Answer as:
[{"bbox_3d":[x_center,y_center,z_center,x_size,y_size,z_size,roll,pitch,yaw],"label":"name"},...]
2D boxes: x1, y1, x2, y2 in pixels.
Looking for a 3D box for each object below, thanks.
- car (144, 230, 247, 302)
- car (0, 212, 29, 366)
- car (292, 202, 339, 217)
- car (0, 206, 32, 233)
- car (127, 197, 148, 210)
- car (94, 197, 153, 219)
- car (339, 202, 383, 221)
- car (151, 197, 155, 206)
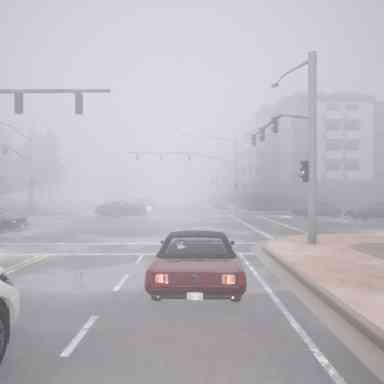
[{"bbox_3d":[0.132,1.601,8.246,1.895,1.301,4.718,0,0,2],"label":"car"},{"bbox_3d":[-3.455,1.221,2.189,2.150,2.045,5.566,0,0,1],"label":"car"},{"bbox_3d":[11.356,1.564,30.300,4.181,1.385,1.994,0,0,-2],"label":"car"},{"bbox_3d":[-12.375,1.547,19.096,5.357,1.411,2.033,0,0,-1],"label":"car"},{"bbox_3d":[-7.084,1.477,43.450,1.882,1.535,5.008,0,0,0],"label":"car"},{"bbox_3d":[-6.121,1.493,28.802,2.128,1.511,4.902,0,0,38],"label":"car"},{"bbox_3d":[15.283,1.547,27.011,5.357,1.411,2.033,0,0,-3],"label":"car"},{"bbox_3d":[-7.083,1.491,53.355,2.128,1.511,4.902,0,0,0],"label":"car"}]
